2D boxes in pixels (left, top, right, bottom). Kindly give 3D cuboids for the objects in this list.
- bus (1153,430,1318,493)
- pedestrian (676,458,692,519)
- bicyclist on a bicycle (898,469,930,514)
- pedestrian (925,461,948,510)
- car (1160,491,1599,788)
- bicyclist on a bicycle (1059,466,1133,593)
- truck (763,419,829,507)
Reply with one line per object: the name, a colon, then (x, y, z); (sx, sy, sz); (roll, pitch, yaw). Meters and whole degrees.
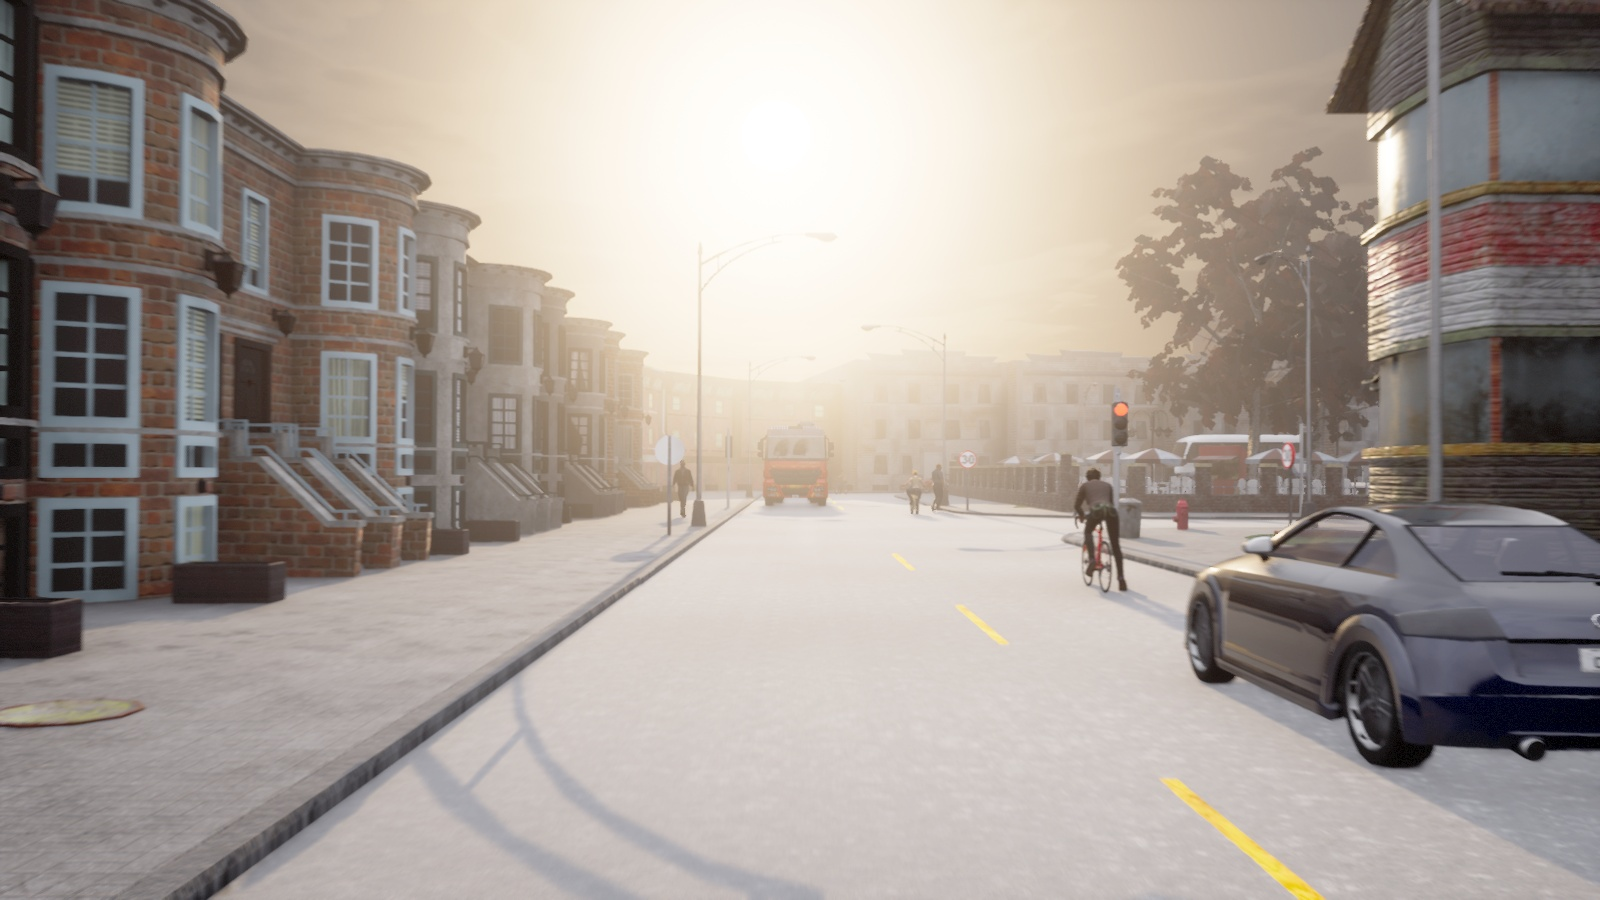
bus: (30.817, 0.804, 89.200); (10.273, 4.253, 3.944); (-1, -1, 0)
pedestrian: (-3.591, 1.187, 38.836); (0.376, 1.854, 0.720); (0, -1, 6)
bicyclist on a bicycle: (4.133, 1.495, 45.516); (0.866, 1.612, 1.509); (0, -2, -6)
pedestrian: (5.219, 1.346, 47.992); (0.694, 1.848, 0.540); (0, -1, -31)
car: (3.979, 1.001, 8.287); (1.994, 1.385, 4.181); (0, -1, 0)
bicyclist on a bicycle: (3.954, 1.034, 16.890); (0.582, 1.620, 1.656); (0, -1, 0)
truck: (-0.170, 0.640, 59.255); (2.891, 3.827, 8.468); (0, -1, 0)
